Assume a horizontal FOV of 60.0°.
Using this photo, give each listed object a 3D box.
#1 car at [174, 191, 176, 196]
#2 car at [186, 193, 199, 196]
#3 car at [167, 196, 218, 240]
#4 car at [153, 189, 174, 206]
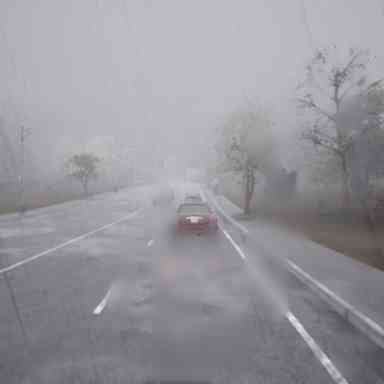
[{"bbox_3d":[-3.508,0.210,49.317,2.033,1.411,5.357,0,3,0],"label":"car"},{"bbox_3d":[0.094,0.834,37.646,2.128,1.511,4.902,0,3,0],"label":"car"},{"bbox_3d":[0.098,1.245,16.317,2.097,1.767,4.553,0,0,0],"label":"car"},{"bbox_3d":[-3.507,0.809,39.316,1.994,1.385,4.181,0,3,0],"label":"car"}]
